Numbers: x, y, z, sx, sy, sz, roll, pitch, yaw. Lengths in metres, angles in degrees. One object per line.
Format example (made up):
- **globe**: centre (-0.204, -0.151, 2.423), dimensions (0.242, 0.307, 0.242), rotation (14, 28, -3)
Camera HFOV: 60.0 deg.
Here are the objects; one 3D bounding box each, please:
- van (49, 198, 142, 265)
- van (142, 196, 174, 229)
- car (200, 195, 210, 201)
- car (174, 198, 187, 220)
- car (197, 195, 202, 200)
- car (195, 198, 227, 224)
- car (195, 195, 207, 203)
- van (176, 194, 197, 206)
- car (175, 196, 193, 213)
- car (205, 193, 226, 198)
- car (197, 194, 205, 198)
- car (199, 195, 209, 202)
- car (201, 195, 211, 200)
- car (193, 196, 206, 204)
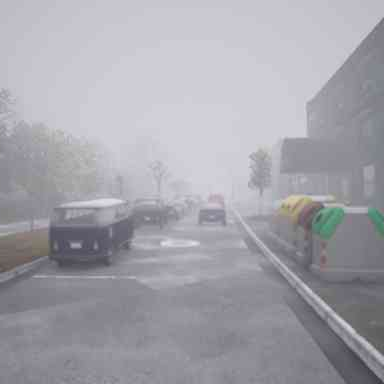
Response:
- **van**: centre (-3.271, 1.262, 11.838), dimensions (1.878, 1.987, 4.442), rotation (0, 1, 3)
- **van**: centre (-2.533, 1.271, 21.762), dimensions (1.878, 1.987, 4.442), rotation (0, 1, 3)
- **car**: centre (3.506, 1.596, 88.982), dimensions (2.097, 1.535, 5.008), rotation (0, 0, 7)
- **car**: centre (-1.952, 1.530, 28.249), dimensions (2.163, 1.488, 4.792), rotation (0, 1, 4)
- **car**: centre (0.033, 1.573, 50.327), dimensions (2.002, 1.452, 4.674), rotation (0, 0, 5)
- **car**: centre (1.534, 1.493, 24.735), dimensions (1.882, 1.535, 5.008), rotation (0, 0, 5)
- **car**: centre (2.018, 1.552, 72.415), dimensions (2.097, 1.535, 5.008), rotation (0, 0, 7)
- **van**: centre (-0.944, 1.302, 39.400), dimensions (1.878, 1.987, 4.442), rotation (0, 0, 7)
- **car**: centre (-1.458, 1.503, 33.737), dimensions (2.231, 1.521, 4.892), rotation (0, 1, 3)
- **car**: centre (3.141, 1.241, 42.983), dimensions (2.150, 2.045, 5.566), rotation (0, 0, 5)
- **car**: centre (0.636, 1.300, 57.045), dimensions (2.435, 2.045, 5.566), rotation (0, 0, 6)
- **car**: centre (2.943, 1.568, 82.626), dimensions (1.946, 1.575, 5.366), rotation (0, 0, 7)
- **car**: centre (4.004, 1.607, 94.516), dimensions (2.231, 1.521, 4.892), rotation (0, -1, 7)
- **car**: centre (1.522, 1.532, 66.889), dimensions (2.097, 1.535, 5.008), rotation (0, 0, 7)
